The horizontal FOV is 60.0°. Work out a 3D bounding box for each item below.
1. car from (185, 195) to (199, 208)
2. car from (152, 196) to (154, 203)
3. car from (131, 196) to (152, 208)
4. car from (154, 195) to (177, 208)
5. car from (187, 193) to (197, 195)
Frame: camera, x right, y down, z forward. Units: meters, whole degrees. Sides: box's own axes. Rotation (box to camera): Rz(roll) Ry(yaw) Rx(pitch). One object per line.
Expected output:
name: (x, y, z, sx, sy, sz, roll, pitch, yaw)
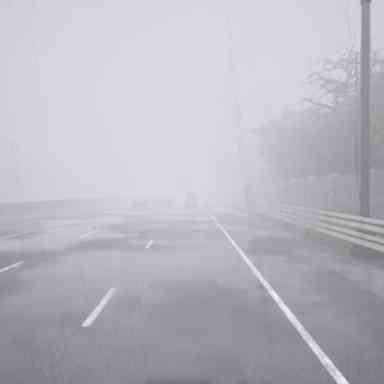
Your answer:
car: (-0.008, 1.475, 45.461, 1.994, 1.385, 4.181, 0, 0, 0)
car: (-6.987, 1.473, 57.836, 1.837, 1.490, 4.892, 0, 0, 1)
car: (-7.008, 1.511, 45.322, 1.895, 1.301, 4.718, 0, 0, 0)
car: (-3.507, 1.261, 45.238, 2.097, 1.767, 4.553, 0, 0, 0)
car: (-0.002, 1.182, 56.412, 2.150, 2.045, 5.566, 0, 0, 0)
